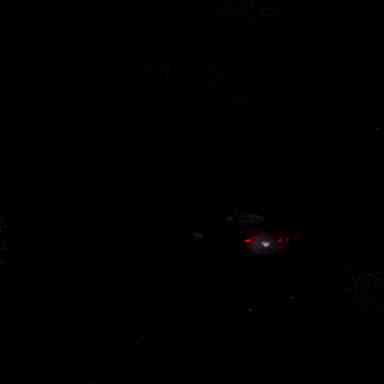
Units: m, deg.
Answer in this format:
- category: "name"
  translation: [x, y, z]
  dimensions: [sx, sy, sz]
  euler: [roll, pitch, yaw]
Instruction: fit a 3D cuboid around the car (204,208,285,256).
- category: "car"
  translation: [1.776, 1.328, 12.249]
  dimensions: [1.812, 1.442, 4.674]
  euler: [0, 1, -11]
